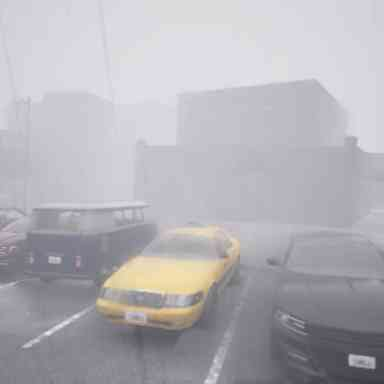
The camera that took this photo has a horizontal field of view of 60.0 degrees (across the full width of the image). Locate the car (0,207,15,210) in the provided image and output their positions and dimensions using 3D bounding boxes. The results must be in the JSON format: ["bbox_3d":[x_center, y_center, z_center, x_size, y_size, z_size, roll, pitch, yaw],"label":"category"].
[{"bbox_3d":[-7.235,1.319,12.531,2.185,1.767,4.553,0,-1,15],"label":"car"}]

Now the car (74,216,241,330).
[{"bbox_3d":[-0.067,1.457,7.277,1.946,1.575,5.366,1,-1,15],"label":"car"}]

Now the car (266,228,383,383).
[{"bbox_3d":[2.381,1.468,5.762,2.097,1.535,5.008,1,-1,15],"label":"car"}]

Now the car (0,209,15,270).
[{"bbox_3d":[-4.810,1.451,10.861,2.097,1.535,5.008,1,-1,15],"label":"car"}]

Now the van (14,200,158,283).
[{"bbox_3d":[-2.380,1.232,9.271,1.878,1.987,4.442,0,-1,15],"label":"van"}]
